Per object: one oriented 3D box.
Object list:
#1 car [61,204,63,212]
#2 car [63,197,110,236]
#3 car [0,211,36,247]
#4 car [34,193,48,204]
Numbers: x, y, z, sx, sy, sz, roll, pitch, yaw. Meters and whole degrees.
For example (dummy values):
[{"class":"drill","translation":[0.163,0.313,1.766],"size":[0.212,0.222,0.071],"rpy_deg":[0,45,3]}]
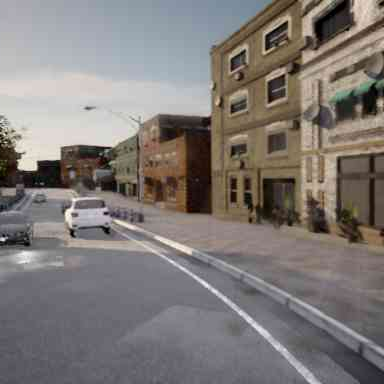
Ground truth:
[{"class":"car","translation":[-13.815,1.615,37.868],"size":[2.033,1.411,5.357],"rpy_deg":[-2,2,-23]},{"class":"car","translation":[-6.275,1.333,19.782],"size":[2.150,2.045,5.566],"rpy_deg":[-2,0,-23]},{"class":"car","translation":[-8.559,1.706,15.718],"size":[1.837,1.490,4.892],"rpy_deg":[-2,0,-23]},{"class":"car","translation":[-24.058,0.988,52.830],"size":[2.128,1.511,4.902],"rpy_deg":[-2,4,-22]}]
